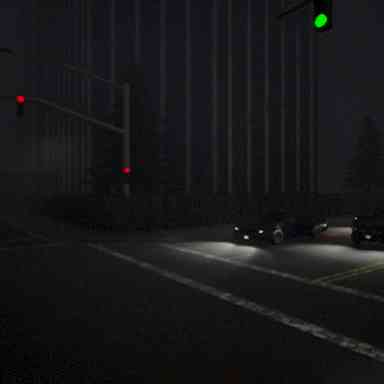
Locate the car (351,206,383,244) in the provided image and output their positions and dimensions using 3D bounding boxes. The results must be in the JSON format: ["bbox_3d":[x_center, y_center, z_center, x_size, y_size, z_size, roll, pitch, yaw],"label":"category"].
[{"bbox_3d":[8.887,1.502,14.603,4.674,1.442,1.812,0,0,-36],"label":"car"}]

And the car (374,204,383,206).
[{"bbox_3d":[12.615,1.513,21.582,5.357,1.411,2.033,0,0,-35],"label":"car"}]

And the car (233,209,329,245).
[{"bbox_3d":[4.390,1.528,15.764,5.357,1.411,2.033,0,0,-38],"label":"car"}]
